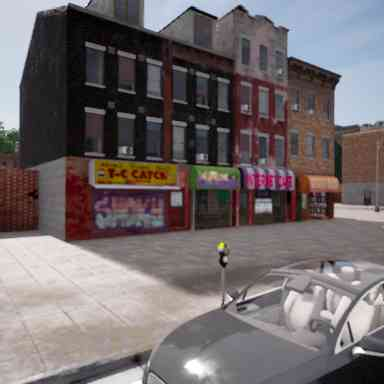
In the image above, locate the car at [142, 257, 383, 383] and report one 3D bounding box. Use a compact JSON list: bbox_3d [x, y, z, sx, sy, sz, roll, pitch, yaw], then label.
[{"bbox_3d":[1.552,1.554,3.902,4.403,1.369,2.008,0,0,-35],"label":"car"}]
